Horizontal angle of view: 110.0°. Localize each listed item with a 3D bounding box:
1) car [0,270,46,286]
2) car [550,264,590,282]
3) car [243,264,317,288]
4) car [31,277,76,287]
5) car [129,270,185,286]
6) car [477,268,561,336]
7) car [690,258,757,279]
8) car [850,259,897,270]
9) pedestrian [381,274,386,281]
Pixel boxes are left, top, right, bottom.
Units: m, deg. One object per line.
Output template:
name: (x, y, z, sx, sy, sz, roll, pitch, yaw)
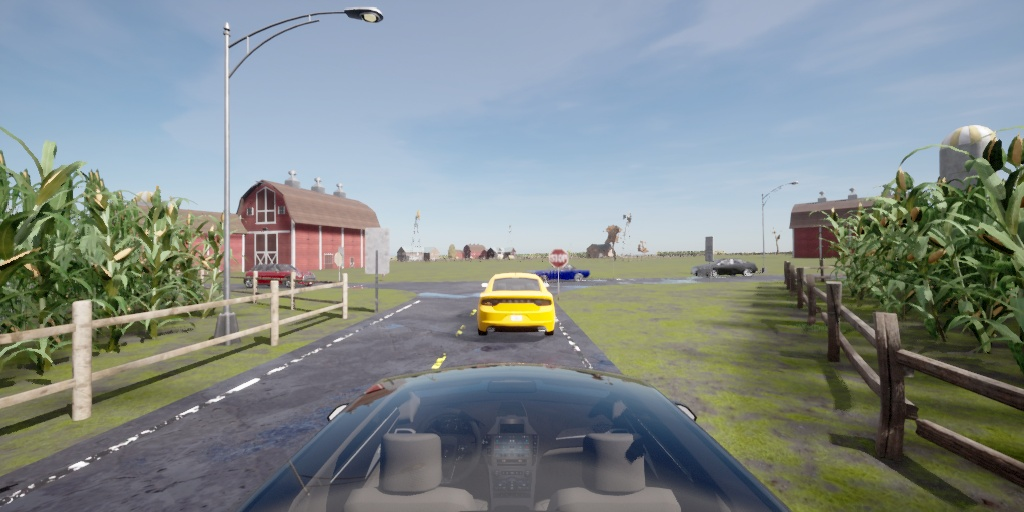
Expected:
car: (-46.689, 2.048, 33.731, 4.674, 1.442, 1.812, -1, -1, 15)
car: (3.201, 1.283, 26.084, 4.718, 1.301, 1.895, -1, 0, -23)
car: (-16.545, 1.341, 25.739, 4.553, 1.767, 2.097, -1, -1, 6)
car: (-36.717, 1.803, 28.588, 5.008, 1.535, 1.882, -1, -1, 11)
car: (-26.633, 1.705, 26.885, 5.357, 1.411, 2.033, -1, -1, 8)
car: (0.103, 1.229, 10.470, 1.882, 1.535, 5.008, 0, 0, 0)
car: (16.729, 0.953, 28.426, 4.902, 1.511, 2.128, -1, 0, -4)
car: (30.853, 0.706, 29.983, 4.902, 1.511, 2.128, -1, 0, -8)
pedestrian: (-11.176, 1.621, 31.209, 0.500, 1.100, 0.500, 0, 0, 4)
